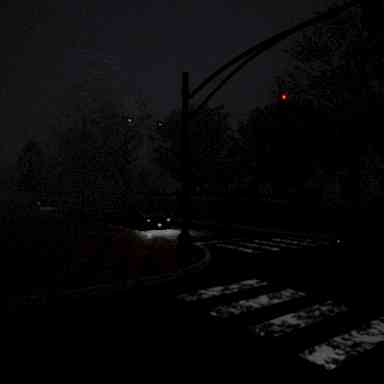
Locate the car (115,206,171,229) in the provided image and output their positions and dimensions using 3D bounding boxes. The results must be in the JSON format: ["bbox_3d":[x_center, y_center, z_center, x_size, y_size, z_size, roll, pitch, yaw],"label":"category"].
[{"bbox_3d":[-3.469,1.635,22.527,2.033,1.411,5.357,1,0,-34],"label":"car"}]

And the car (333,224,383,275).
[{"bbox_3d":[6.040,1.569,8.612,1.812,1.442,4.674,0,0,-34],"label":"car"}]

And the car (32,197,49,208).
[{"bbox_3d":[-23.911,1.623,52.440,1.837,1.490,4.892,1,0,-34],"label":"car"}]
